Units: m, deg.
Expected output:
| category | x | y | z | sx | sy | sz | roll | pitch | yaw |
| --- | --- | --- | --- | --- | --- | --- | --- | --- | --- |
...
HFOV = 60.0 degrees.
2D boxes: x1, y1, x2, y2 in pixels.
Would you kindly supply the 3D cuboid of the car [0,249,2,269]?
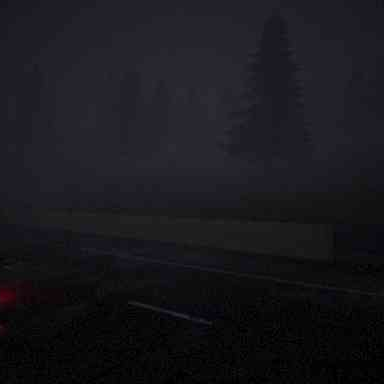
| category | x | y | z | sx | sy | sz | roll | pitch | yaw |
| --- | --- | --- | --- | --- | --- | --- | --- | --- | --- |
| car | -7.383 | 1.679 | 9.861 | 4.892 | 1.490 | 1.837 | 0 | 0 | 39 |
